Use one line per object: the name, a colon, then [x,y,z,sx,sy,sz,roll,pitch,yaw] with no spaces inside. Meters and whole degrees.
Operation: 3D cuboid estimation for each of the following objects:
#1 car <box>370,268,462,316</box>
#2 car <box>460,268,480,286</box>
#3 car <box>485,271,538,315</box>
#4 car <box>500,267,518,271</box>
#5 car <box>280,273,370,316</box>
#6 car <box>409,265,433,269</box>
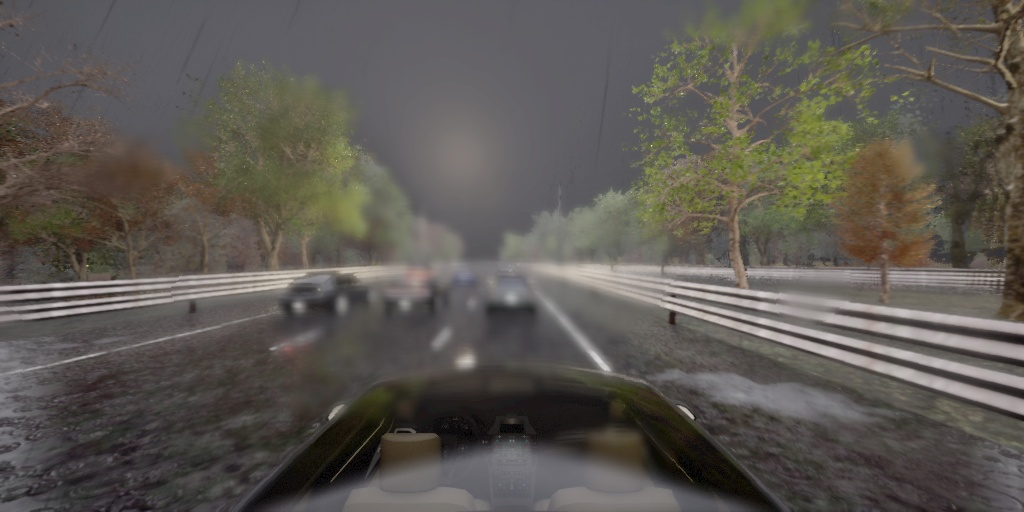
car: [-3.521,1.412,14.255,2.128,1.511,4.902,0,-1,0]
car: [-3.733,1.701,29.639,1.994,1.385,4.181,0,-1,-1]
car: [-0.021,1.488,14.579,1.994,1.385,4.181,0,-1,0]
car: [-0.231,1.623,29.355,2.128,1.511,4.902,0,-1,-1]
car: [-7.021,1.428,14.260,1.837,1.490,4.892,0,0,0]
car: [-7.229,1.482,29.162,2.097,1.767,4.553,0,-1,-1]
